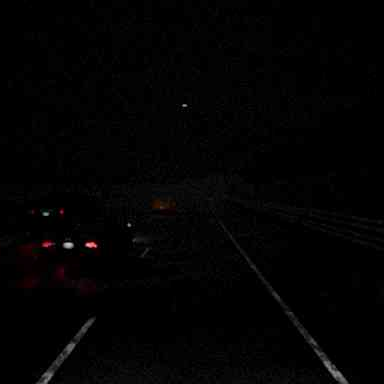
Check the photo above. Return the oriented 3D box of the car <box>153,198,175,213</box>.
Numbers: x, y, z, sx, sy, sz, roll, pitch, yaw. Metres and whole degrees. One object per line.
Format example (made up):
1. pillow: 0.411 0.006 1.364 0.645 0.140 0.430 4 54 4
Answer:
1. car: -2.845 1.337 34.545 1.882 1.535 5.008 0 0 2

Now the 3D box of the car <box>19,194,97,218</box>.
1. car: -6.734 1.114 18.111 2.150 2.045 5.566 0 0 1

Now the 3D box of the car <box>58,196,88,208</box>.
1. car: -16.612 1.364 46.769 2.033 1.411 5.357 0 0 3

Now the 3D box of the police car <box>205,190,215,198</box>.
1. police car: 4.634 0.899 90.413 1.930 1.638 5.238 0 1 4

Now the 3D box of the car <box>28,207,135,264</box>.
1. car: -3.325 1.472 11.535 2.033 1.411 5.357 0 0 1

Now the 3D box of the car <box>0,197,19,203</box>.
1. car: -20.370 1.373 40.132 2.033 1.411 5.357 0 0 2
